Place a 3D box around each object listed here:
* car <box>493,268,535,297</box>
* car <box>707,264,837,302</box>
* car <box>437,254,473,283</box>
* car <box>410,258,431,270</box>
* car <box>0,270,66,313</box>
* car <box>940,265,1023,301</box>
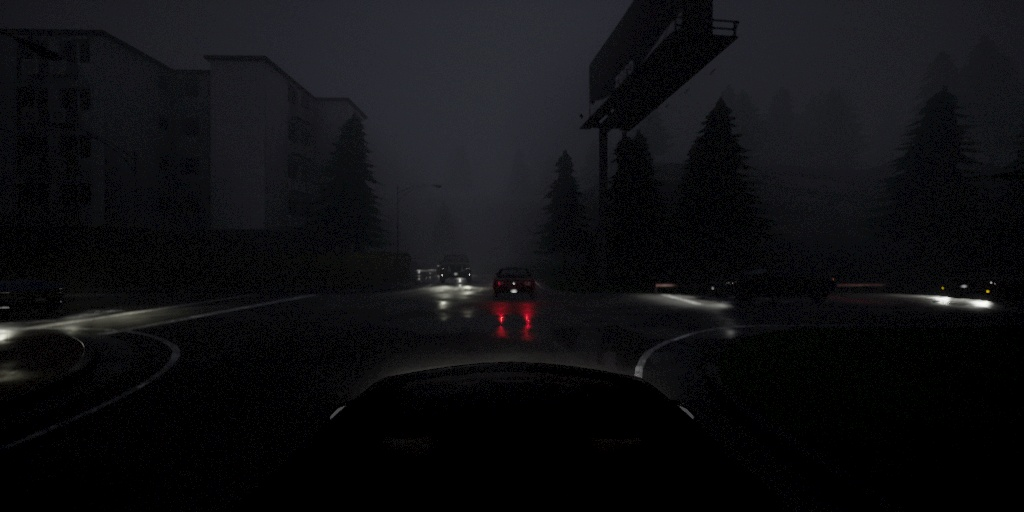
[{"bbox_3d":[0.096,1.252,18.116,1.895,1.301,4.718,0,0,0],"label":"car"},{"bbox_3d":[10.478,1.028,14.597,4.674,1.442,1.812,0,0,-1],"label":"car"},{"bbox_3d":[-4.173,0.832,26.807,2.150,2.045,5.566,0,0,-8],"label":"car"},{"bbox_3d":[-12.379,1.020,47.698,1.812,1.442,4.674,0,0,-36],"label":"car"},{"bbox_3d":[-16.160,1.003,10.408,5.008,1.535,1.882,0,0,0],"label":"car"},{"bbox_3d":[20.552,1.065,14.785,4.181,1.385,1.994,0,0,-2],"label":"car"}]
